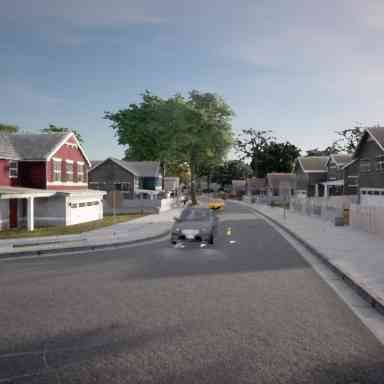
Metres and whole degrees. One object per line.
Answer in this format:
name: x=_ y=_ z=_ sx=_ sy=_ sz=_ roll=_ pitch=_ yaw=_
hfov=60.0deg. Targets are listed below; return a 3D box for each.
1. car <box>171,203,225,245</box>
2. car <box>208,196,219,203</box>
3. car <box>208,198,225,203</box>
car: x=0.259 y=1.505 z=15.619 sx=2.128 sy=1.511 sz=4.902 roll=0 pitch=0 yaw=8
car: x=4.264 y=1.553 z=65.959 sx=1.895 sy=1.301 sz=4.718 roll=0 pitch=0 yaw=1
car: x=2.935 y=1.551 z=39.837 sx=1.882 sy=1.535 sz=5.008 roll=0 pitch=0 yaw=5
